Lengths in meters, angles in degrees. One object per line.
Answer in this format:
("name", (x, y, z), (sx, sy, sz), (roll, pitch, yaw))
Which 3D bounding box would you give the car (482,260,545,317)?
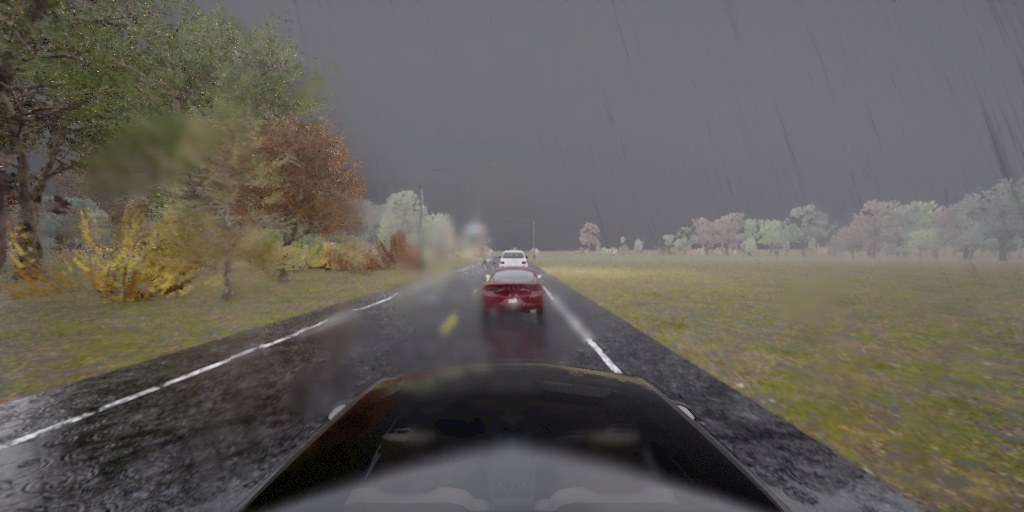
("car", (0.072, 1.079, 12.502), (1.882, 1.535, 5.008), (0, 1, 0))

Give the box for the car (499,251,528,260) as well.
("car", (0.122, 0.594, 29.266), (2.150, 2.045, 5.566), (0, 1, 1))

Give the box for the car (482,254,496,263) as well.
("car", (-3.453, 0.501, 55.402), (2.128, 1.511, 4.902), (0, 1, 1))
